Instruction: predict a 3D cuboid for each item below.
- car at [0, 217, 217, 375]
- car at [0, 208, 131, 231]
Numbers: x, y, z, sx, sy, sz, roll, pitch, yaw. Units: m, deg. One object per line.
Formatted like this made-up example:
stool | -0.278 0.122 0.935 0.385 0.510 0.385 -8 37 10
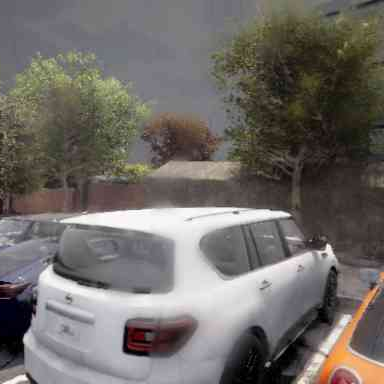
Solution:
car | -1.745 1.506 6.560 2.163 1.488 4.792 0 0 35
car | -4.018 1.349 8.184 2.185 1.767 4.553 0 0 35
